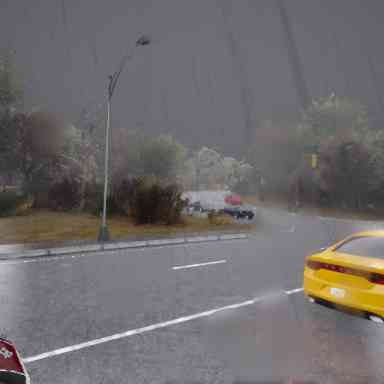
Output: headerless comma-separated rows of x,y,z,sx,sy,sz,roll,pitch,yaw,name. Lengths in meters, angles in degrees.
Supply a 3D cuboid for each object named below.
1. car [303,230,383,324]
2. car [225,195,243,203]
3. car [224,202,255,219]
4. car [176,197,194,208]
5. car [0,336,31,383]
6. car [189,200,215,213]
4.431,1.544,6.915,5.008,1.535,1.882,1,-1,-35,car
7.793,1.490,62.383,2.150,2.045,5.566,2,2,-11,car
4.706,2.145,35.463,1.895,1.301,4.718,3,-1,-22,car
-1.236,1.696,53.687,1.994,1.385,4.181,2,2,-14,car
-3.160,1.353,1.497,4.553,1.767,2.097,0,0,-35,car
1.515,1.923,44.075,1.837,1.490,4.892,2,0,-18,car
